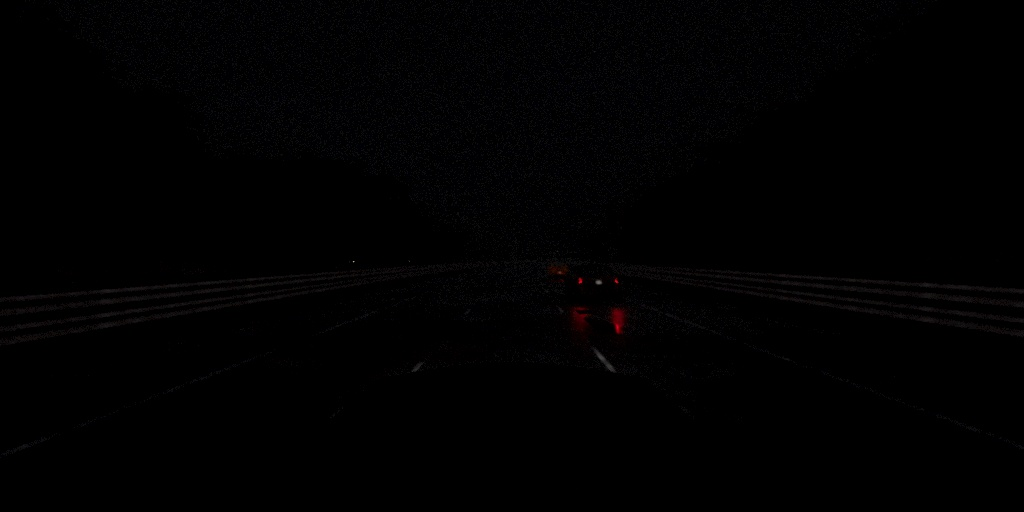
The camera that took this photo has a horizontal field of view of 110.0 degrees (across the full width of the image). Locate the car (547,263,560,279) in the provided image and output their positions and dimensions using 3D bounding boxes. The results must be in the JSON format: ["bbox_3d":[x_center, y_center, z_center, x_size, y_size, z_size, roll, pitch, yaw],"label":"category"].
[{"bbox_3d":[4.497,1.381,35.200,1.882,1.535,5.008,-1,0,3],"label":"car"}]

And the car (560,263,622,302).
[{"bbox_3d":[3.814,1.159,17.677,2.097,1.767,4.553,0,0,1],"label":"car"}]
